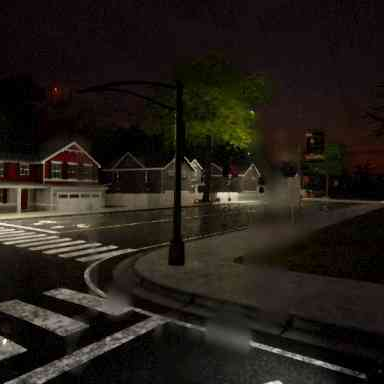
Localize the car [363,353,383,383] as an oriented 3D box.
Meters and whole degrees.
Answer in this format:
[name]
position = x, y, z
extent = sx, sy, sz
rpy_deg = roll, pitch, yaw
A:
[car]
position = 3.328, 1.506, 1.308
extent = 4.892, 1.490, 1.837
rpy_deg = 0, 0, 35
